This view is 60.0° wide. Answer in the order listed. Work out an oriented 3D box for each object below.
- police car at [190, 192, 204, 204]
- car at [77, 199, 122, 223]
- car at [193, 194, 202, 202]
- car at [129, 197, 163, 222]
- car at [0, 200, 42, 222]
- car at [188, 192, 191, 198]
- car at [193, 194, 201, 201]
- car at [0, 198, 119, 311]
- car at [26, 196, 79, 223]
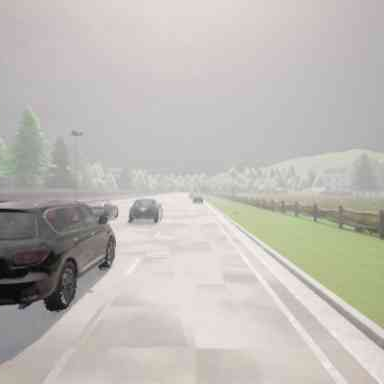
[{"bbox_3d":[1.063,1.192,59.224,1.930,1.638,5.238,0,0,0],"label":"police car"},{"bbox_3d":[-6.894,1.391,25.399,2.128,1.511,4.902,0,0,0],"label":"car"},{"bbox_3d":[1.065,1.232,69.114,1.837,1.490,4.892,0,0,0],"label":"car"},{"bbox_3d":[-3.394,1.252,25.156,2.097,1.767,4.553,0,0,0],"label":"car"},{"bbox_3d":[-13.907,1.421,26.526,1.812,1.442,4.674,0,0,0],"label":"car"},{"bbox_3d":[0.021,0.988,95.345,2.128,1.511,4.902,0,0,0],"label":"car"},{"bbox_3d":[1.066,1.209,75.114,1.837,1.490,4.892,0,0,0],"label":"car"},{"bbox_3d":[-3.398,1.190,7.820,2.150,2.045,5.566,0,0,0],"label":"car"},{"bbox_3d":[-10.394,1.253,25.165,2.097,1.767,4.553,0,0,0],"label":"car"}]
